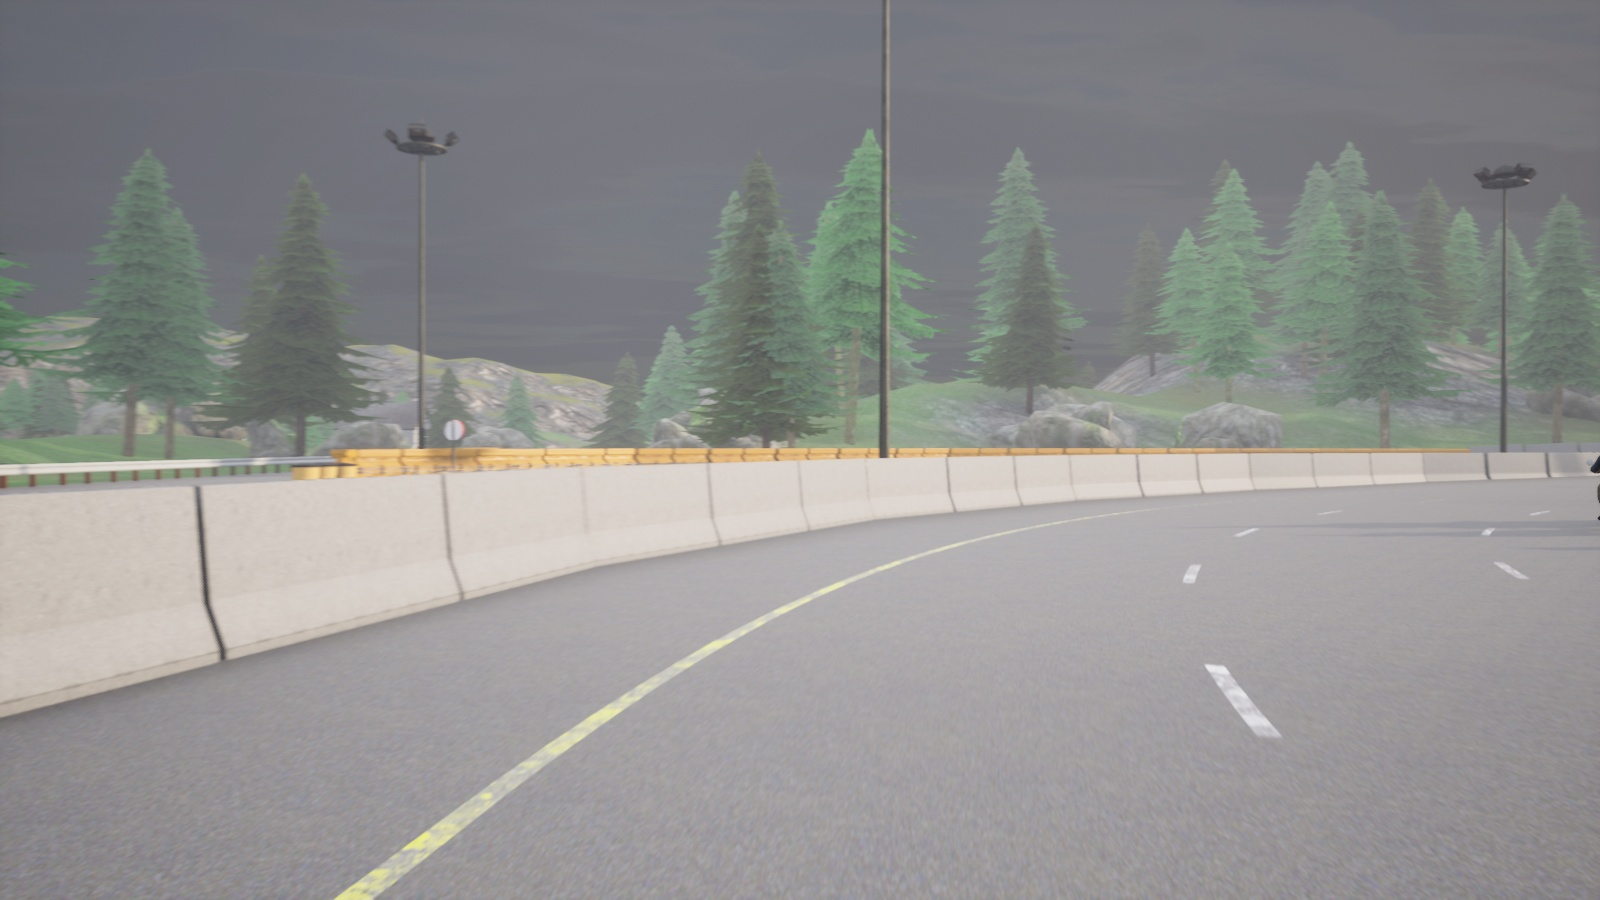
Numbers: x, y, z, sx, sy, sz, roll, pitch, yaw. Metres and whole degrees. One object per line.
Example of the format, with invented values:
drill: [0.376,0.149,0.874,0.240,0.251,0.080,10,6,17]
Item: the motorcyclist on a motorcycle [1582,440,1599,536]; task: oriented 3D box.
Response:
motorcyclist on a motorcycle: [13.947,0.633,21.510,0.866,1.590,1.817,1,1,33]
